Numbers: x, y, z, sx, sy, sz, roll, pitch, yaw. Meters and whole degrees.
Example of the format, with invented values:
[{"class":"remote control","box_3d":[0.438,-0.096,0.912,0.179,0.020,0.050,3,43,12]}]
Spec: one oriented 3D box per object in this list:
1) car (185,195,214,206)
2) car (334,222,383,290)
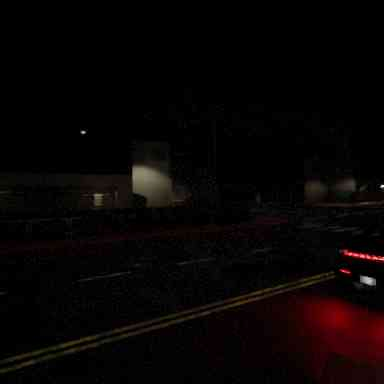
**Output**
[{"class":"car","box_3d":[0.986,1.181,42.745,2.128,1.511,4.902,-1,0,-36]},{"class":"car","box_3d":[5.215,1.387,7.525,4.902,1.511,2.128,-1,0,-35]}]
